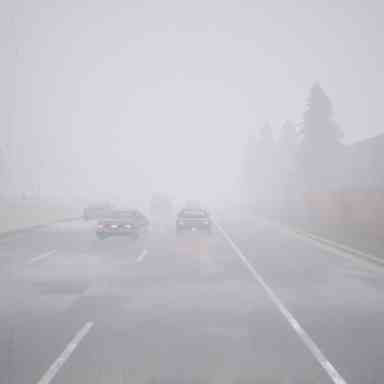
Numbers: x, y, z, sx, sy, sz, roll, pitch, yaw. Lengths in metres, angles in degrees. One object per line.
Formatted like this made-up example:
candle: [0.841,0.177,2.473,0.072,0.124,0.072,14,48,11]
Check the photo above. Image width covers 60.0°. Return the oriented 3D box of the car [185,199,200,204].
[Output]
car: [0.092,1.577,41.301,1.994,1.385,4.181,0,0,0]

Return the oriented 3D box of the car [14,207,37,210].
car: [-21.058,1.365,42.289,2.097,1.767,4.553,0,0,0]

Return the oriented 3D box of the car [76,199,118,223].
car: [-6.905,1.500,25.750,2.128,1.511,4.902,0,0,0]

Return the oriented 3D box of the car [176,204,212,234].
car: [0.096,1.607,19.150,1.895,1.301,4.718,0,0,0]

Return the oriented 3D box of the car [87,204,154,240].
car: [-3.404,1.553,17.049,2.033,1.411,5.357,0,0,0]

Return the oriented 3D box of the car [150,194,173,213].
car: [-3.422,1.233,37.642,2.150,2.045,5.566,0,0,-1]

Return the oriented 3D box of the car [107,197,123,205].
car: [-14.075,1.612,60.871,1.994,1.385,4.181,0,0,-1]
